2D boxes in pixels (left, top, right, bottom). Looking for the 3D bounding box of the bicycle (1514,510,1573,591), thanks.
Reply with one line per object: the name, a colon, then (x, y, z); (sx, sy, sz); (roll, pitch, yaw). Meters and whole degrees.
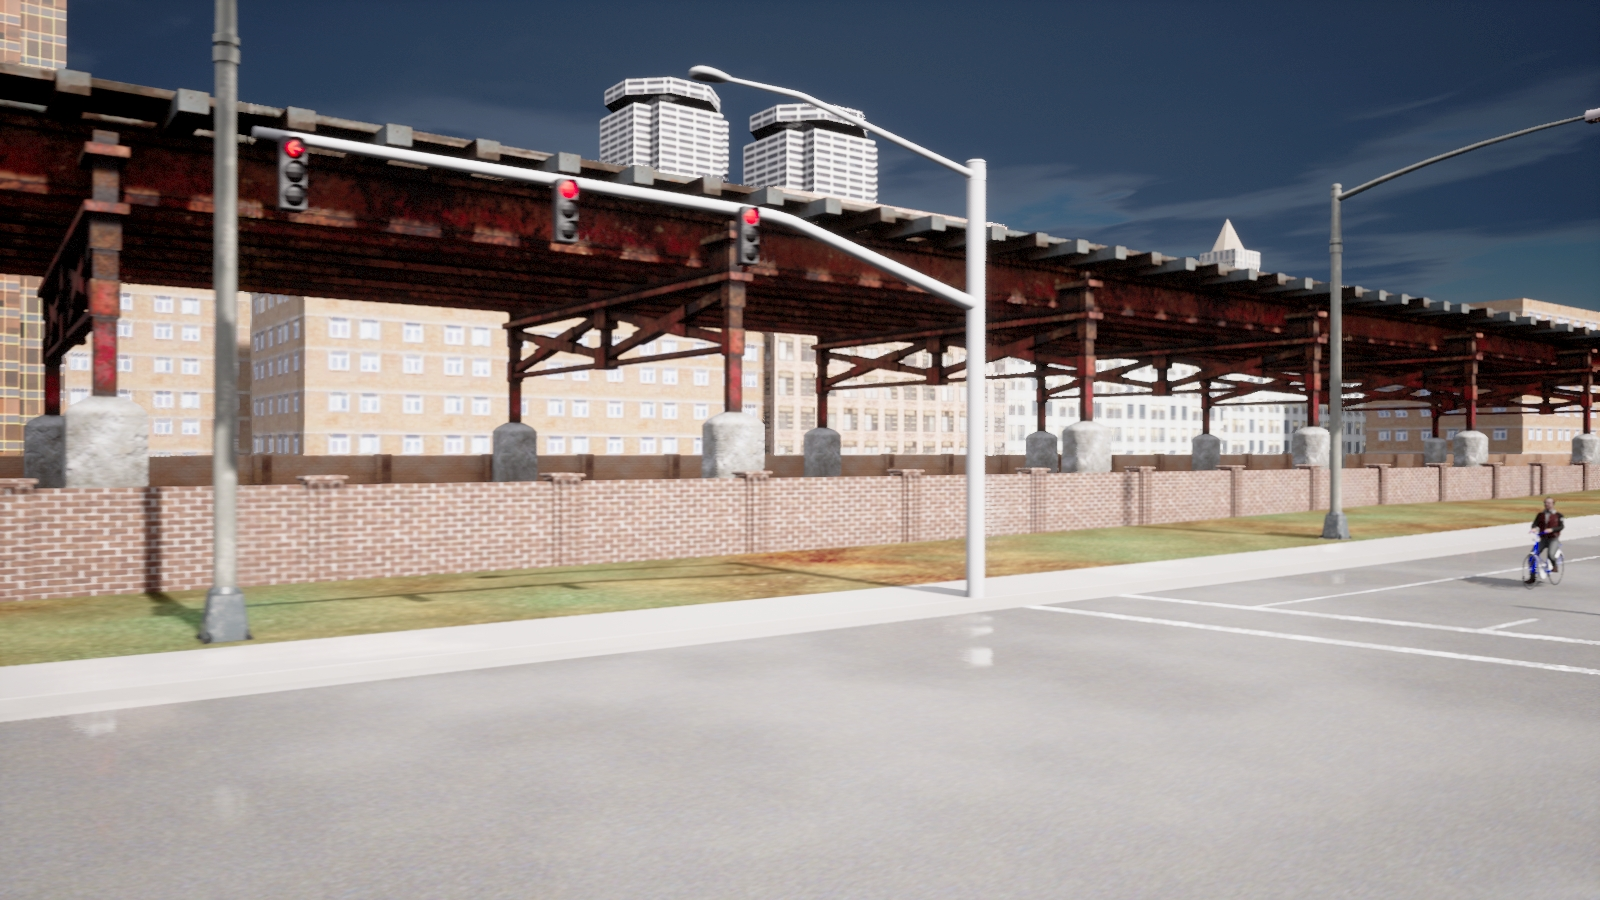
bicycle: (14.749, 1.967, 22.644); (1.835, 1.496, 0.329); (0, 0, -35)
